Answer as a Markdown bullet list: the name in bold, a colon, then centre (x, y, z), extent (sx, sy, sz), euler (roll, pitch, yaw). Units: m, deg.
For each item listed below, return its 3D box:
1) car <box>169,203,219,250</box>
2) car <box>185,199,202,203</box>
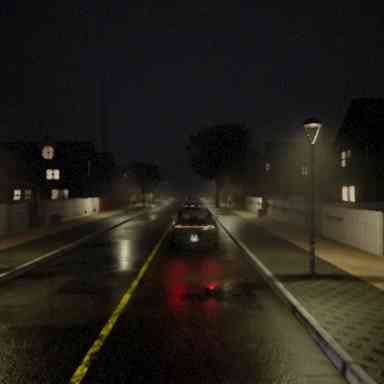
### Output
- **car**: centre (0.087, 1.427, 14.042), extent (2.128, 1.511, 4.902), euler (0, 0, 0)
- **car**: centre (0.087, 1.388, 34.259), extent (2.033, 1.411, 5.357), euler (0, 0, 0)
